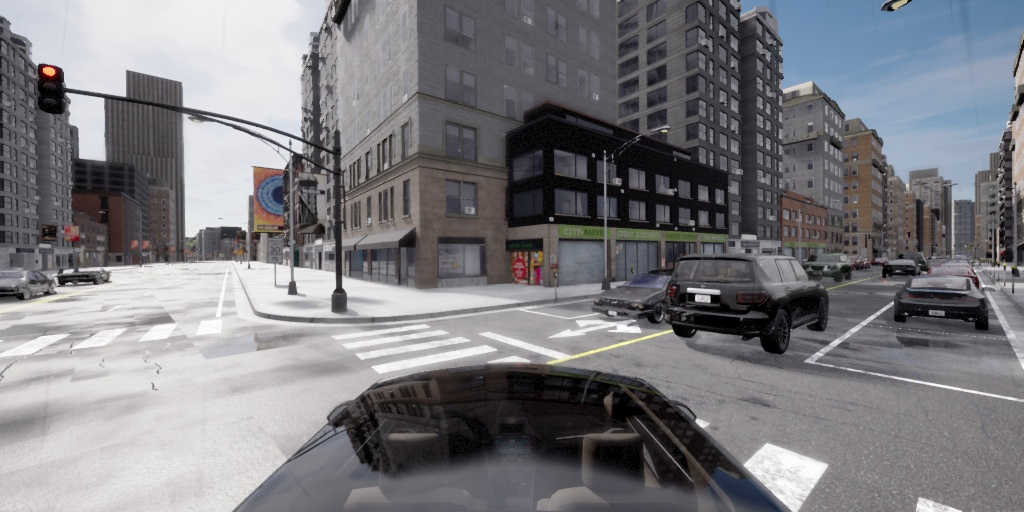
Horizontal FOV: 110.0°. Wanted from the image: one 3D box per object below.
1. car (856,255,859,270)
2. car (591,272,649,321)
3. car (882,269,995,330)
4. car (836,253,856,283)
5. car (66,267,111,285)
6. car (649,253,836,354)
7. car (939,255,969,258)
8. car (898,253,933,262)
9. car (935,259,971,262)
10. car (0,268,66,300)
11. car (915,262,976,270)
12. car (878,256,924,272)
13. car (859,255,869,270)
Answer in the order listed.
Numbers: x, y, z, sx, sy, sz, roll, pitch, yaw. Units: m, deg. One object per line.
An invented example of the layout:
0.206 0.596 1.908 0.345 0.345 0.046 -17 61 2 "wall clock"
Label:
38.526 0.957 41.915 4.097 1.591 1.967 0 0 -38 "car"
5.033 1.270 12.160 5.357 1.411 2.033 0 0 -38 "car"
12.723 1.228 10.643 4.403 1.370 2.007 0 0 -38 "car"
23.394 0.814 26.662 5.566 2.045 2.150 0 0 -38 "car"
-32.095 1.500 26.984 1.895 1.301 4.718 -1 0 -38 "car"
5.989 0.944 8.964 5.566 2.045 2.150 0 0 -38 "car"
43.810 0.937 35.224 4.097 1.591 1.967 0 0 -38 "car"
40.174 0.733 35.961 5.566 2.045 2.150 0 0 -38 "car"
30.487 1.104 24.689 4.507 1.381 1.888 0 0 -38 "car"
-24.972 1.427 17.920 2.033 1.411 5.357 -1 0 -38 "car"
21.605 1.158 17.667 4.507 1.381 1.888 0 0 -38 "car"
32.088 1.025 29.515 5.008 1.535 1.882 0 0 -38 "car"
42.967 0.817 45.426 5.009 1.841 2.192 0 0 -38 "car"
